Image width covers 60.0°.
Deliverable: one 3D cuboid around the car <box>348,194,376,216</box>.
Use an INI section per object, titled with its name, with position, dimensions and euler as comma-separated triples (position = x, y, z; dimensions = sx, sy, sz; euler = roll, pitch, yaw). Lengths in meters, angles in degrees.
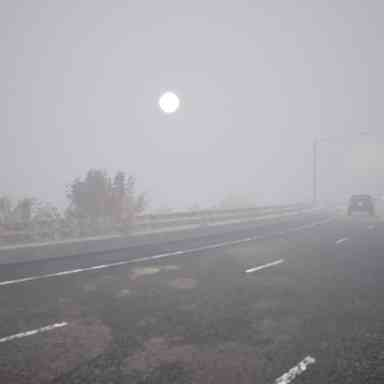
[car]
position = 16.636, 1.219, 32.614
dimensions = 2.150, 2.045, 5.566
euler = 0, 0, 29
